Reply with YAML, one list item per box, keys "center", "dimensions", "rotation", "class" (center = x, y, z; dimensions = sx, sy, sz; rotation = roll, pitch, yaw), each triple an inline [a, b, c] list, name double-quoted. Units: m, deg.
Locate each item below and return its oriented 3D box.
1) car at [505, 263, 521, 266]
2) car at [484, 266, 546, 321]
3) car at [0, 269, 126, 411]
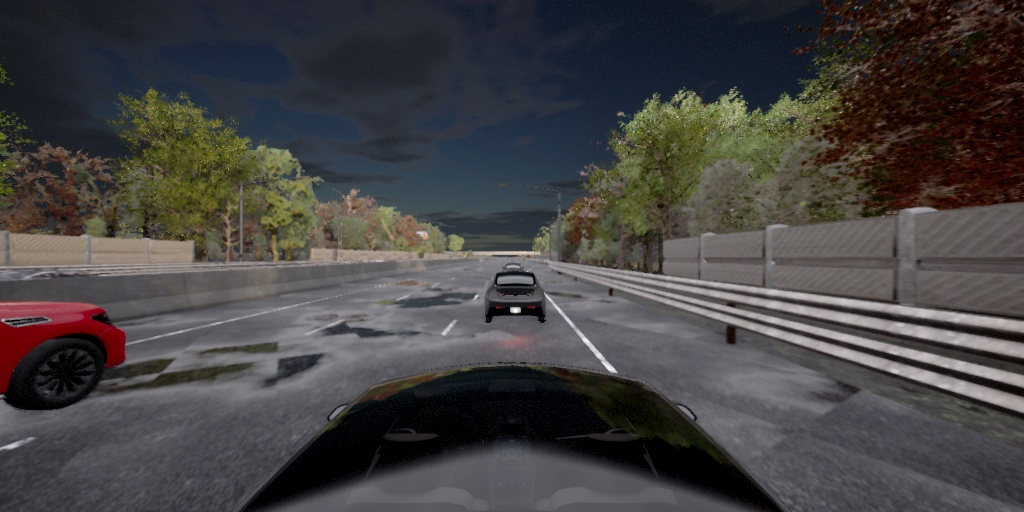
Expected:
- center: [0.093, 1.297, 29.976]
  dimensions: [1.812, 1.442, 4.674]
  rotation: [0, 0, 0]
  class: "car"
- center: [0.098, 1.261, 12.412]
  dimensions: [1.837, 1.490, 4.892]
  rotation: [0, 0, 0]
  class: "car"
- center: [-6.899, 0.970, 2.963]
  dimensions: [2.150, 2.045, 5.566]
  rotation: [0, 0, 0]
  class: "car"
